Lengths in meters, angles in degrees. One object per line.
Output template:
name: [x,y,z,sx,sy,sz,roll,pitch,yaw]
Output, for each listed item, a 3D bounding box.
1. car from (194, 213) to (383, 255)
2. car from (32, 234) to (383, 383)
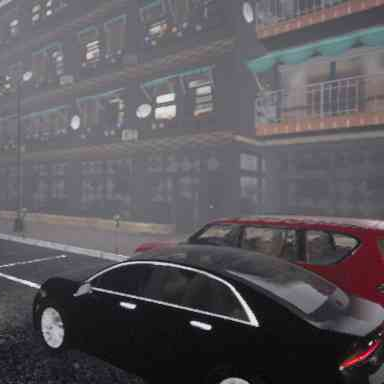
car: [1.085,1.294,5.791,5.009,1.841,2.192,1,0,36]
car: [-0.185,1.480,4.404,4.892,1.490,1.837,1,0,36]
